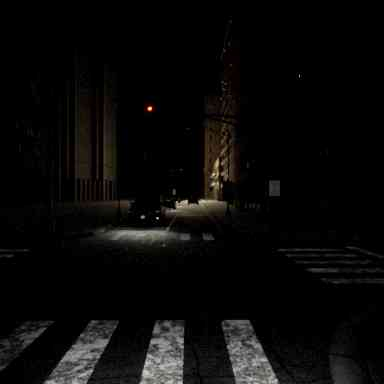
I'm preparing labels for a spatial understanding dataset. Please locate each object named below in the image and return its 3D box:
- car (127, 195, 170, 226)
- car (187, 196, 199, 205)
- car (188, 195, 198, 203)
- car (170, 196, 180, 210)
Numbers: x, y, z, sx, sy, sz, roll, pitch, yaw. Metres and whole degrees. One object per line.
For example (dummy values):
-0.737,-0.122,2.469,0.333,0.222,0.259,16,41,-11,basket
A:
-3.059,1.221,23.644,2.150,2.045,5.566,0,0,1,car
0.196,1.525,57.937,1.812,1.442,4.674,0,0,0,car
0.208,1.476,67.846,1.882,1.535,5.008,0,0,0,car
-3.027,1.548,43.164,2.033,1.411,5.357,0,0,0,car
